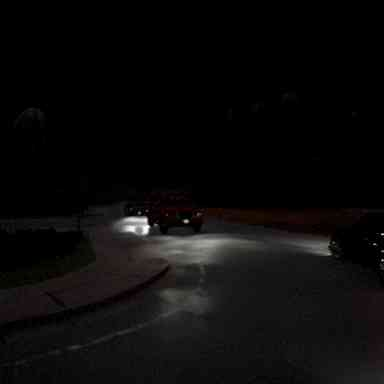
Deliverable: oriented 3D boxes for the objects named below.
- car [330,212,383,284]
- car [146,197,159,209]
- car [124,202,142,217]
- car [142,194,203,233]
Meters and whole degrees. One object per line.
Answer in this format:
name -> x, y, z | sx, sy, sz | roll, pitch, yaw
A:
car -> 5.653, 1.330, 9.390 | 2.097, 1.767, 4.553 | 0, 0, 3
car -> -5.822, 1.594, 48.880 | 1.837, 1.490, 4.892 | 0, 0, -8
car -> -5.323, 1.597, 31.771 | 1.895, 1.301, 4.718 | 0, -1, -17
car -> -1.200, 1.171, 19.740 | 2.150, 2.045, 5.566 | 0, 0, -19
